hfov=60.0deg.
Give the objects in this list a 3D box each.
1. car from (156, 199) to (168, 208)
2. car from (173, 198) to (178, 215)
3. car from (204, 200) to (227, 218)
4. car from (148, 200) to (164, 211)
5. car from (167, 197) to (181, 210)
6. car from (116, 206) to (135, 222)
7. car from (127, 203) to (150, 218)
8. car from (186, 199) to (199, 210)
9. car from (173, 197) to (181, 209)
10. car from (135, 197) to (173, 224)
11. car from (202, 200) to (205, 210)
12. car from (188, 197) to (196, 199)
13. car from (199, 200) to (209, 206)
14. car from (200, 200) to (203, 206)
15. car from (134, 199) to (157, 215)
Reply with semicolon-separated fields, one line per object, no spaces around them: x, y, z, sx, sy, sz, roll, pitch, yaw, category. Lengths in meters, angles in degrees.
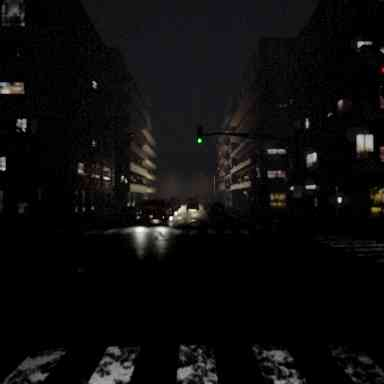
-5.697;2.259;64.465;1.967;1.590;4.097;0;-1;0;car
-3.101;1.834;38.260;2.097;1.767;4.553;0;-1;0;car
2.685;1.893;36.057;1.967;1.590;4.097;0;-1;0;car
-5.696;2.112;53.101;1.967;1.590;4.097;0;-1;0;car
-3.048;1.965;58.719;2.150;2.045;5.566;0;-1;0;car
-5.694;1.948;30.371;1.947;1.339;4.313;0;-1;0;car
-5.695;1.977;35.884;1.752;1.417;4.829;0;-1;0;car
0.096;2.243;53.764;1.994;1.385;4.181;0;-1;0;car
-3.094;1.960;48.158;2.097;1.767;4.553;0;-1;0;car
-3.122;1.578;28.351;2.150;2.045;5.566;0;-1;1;car
2.685;1.965;41.739;1.967;1.590;4.097;0;-1;0;car
0.053;2.095;68.641;2.150;2.045;5.566;0;-1;0;car
2.682;2.518;75.829;2.008;1.369;4.403;0;-1;0;car
2.684;2.253;53.102;1.802;1.307;4.206;0;-1;0;car
-5.696;1.841;41.738;2.192;1.841;5.009;0;-1;0;car
